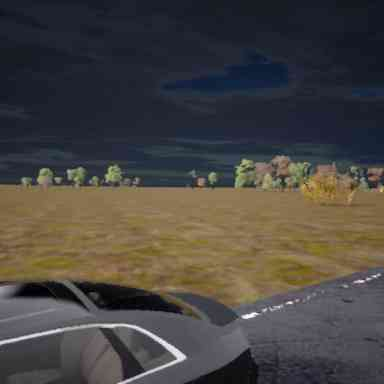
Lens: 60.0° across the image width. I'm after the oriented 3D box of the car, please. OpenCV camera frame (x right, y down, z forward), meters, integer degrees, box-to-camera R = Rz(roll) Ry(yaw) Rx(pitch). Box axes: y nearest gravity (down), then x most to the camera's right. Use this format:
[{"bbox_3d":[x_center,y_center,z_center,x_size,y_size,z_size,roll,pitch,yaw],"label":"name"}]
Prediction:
[{"bbox_3d":[-1.676,1.473,2.050,4.892,1.490,1.837,0,0,-37],"label":"car"}]
